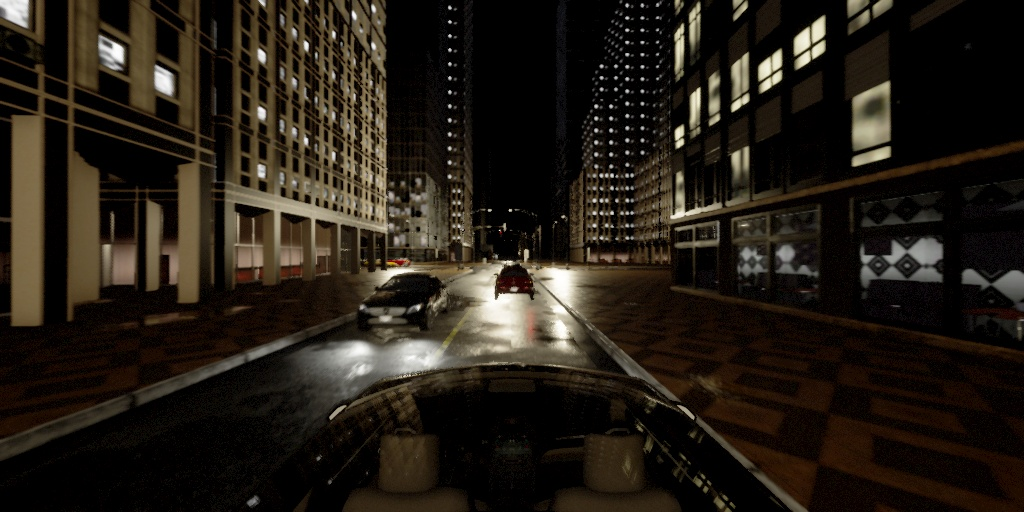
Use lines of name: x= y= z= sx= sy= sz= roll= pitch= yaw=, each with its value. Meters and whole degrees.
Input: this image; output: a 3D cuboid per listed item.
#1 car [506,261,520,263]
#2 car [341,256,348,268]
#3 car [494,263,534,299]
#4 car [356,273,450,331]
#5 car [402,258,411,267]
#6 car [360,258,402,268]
car: x=0.097 y=1.202 z=34.829 sx=2.128 sy=1.511 sz=4.902 roll=0 pitch=0 yaw=0
car: x=-24.752 y=0.862 z=51.721 sx=5.009 sy=1.841 sz=2.192 roll=0 pitch=0 yaw=-1
car: x=0.100 y=1.258 z=17.688 sx=1.812 sy=1.442 sz=4.674 roll=0 pitch=0 yaw=0
car: x=-3.080 y=1.266 z=11.067 sx=1.812 sy=1.442 sz=4.674 roll=0 pitch=0 yaw=0
car: x=-19.215 y=1.040 z=60.423 sx=4.097 sy=1.591 sz=1.967 roll=0 pitch=0 yaw=-1
car: x=-18.904 y=1.105 z=51.787 sx=4.829 sy=1.417 sz=1.751 roll=0 pitch=0 yaw=-1
